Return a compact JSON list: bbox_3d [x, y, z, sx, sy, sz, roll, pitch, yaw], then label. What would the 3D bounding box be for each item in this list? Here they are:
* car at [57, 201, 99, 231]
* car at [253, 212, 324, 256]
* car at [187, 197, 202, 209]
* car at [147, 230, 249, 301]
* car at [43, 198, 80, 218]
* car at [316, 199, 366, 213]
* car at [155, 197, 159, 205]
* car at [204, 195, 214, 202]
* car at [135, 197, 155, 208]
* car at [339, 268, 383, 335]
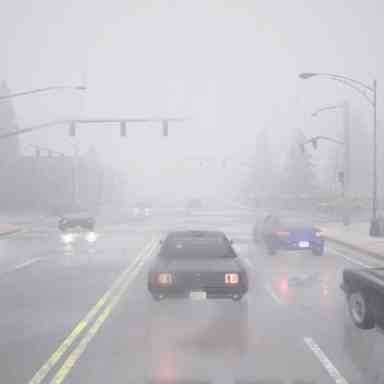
[{"bbox_3d":[-7.248,1.547,20.970,2.033,1.411,5.357,0,0,-21],"label":"car"},{"bbox_3d":[3.643,1.526,13.071,1.812,1.442,4.674,0,0,0],"label":"car"},{"bbox_3d":[0.342,1.504,45.552,1.837,1.490,4.892,1,0,1],"label":"car"},{"bbox_3d":[0.103,1.601,8.281,1.895,1.301,4.718,0,0,0],"label":"car"},{"bbox_3d":[-10.587,1.351,29.397,4.553,1.767,2.097,0,0,0],"label":"car"},{"bbox_3d":[16.095,1.478,36.046,5.008,1.535,1.882,0,0,0],"label":"car"},{"bbox_3d":[-6.815,1.564,57.395,1.994,1.385,4.181,0,0,0],"label":"car"},{"bbox_3d":[3.864,1.355,74.956,2.097,1.767,4.553,0,0,0],"label":"car"},{"bbox_3d":[-6.872,1.526,47.371,1.812,1.442,4.674,0,0,0],"label":"car"},{"bbox_3d":[3.615,1.601,3.968,1.895,1.301,4.718,0,0,0],"label":"car"}]
